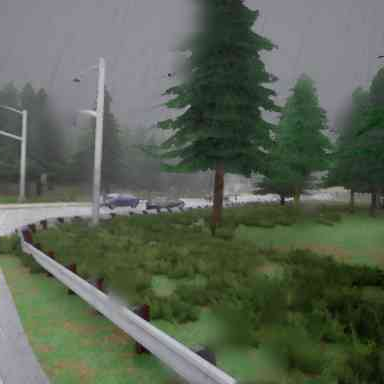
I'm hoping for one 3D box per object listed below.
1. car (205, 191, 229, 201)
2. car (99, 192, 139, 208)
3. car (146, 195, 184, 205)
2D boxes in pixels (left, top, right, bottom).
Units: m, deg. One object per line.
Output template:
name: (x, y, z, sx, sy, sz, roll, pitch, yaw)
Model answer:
car: (3.693, 0.550, 48.328, 2.097, 1.767, 4.553, 4, 2, 29)
car: (-6.767, 0.737, 30.296, 1.812, 1.442, 4.674, 4, 2, 30)
car: (-2.324, 0.997, 30.562, 1.994, 1.385, 4.181, 4, 2, 31)
